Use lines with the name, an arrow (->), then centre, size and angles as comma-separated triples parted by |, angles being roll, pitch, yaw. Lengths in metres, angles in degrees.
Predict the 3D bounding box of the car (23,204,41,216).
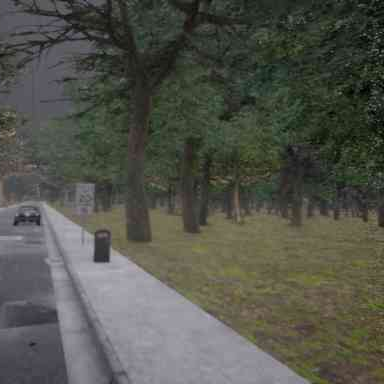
car -> -22.713, 2.564, 47.246 | 2.128, 1.511, 4.902 | 3, -2, -25

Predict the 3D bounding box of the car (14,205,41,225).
car -> -15.122, 2.055, 30.737 | 2.097, 1.767, 4.553 | 3, -2, -25
